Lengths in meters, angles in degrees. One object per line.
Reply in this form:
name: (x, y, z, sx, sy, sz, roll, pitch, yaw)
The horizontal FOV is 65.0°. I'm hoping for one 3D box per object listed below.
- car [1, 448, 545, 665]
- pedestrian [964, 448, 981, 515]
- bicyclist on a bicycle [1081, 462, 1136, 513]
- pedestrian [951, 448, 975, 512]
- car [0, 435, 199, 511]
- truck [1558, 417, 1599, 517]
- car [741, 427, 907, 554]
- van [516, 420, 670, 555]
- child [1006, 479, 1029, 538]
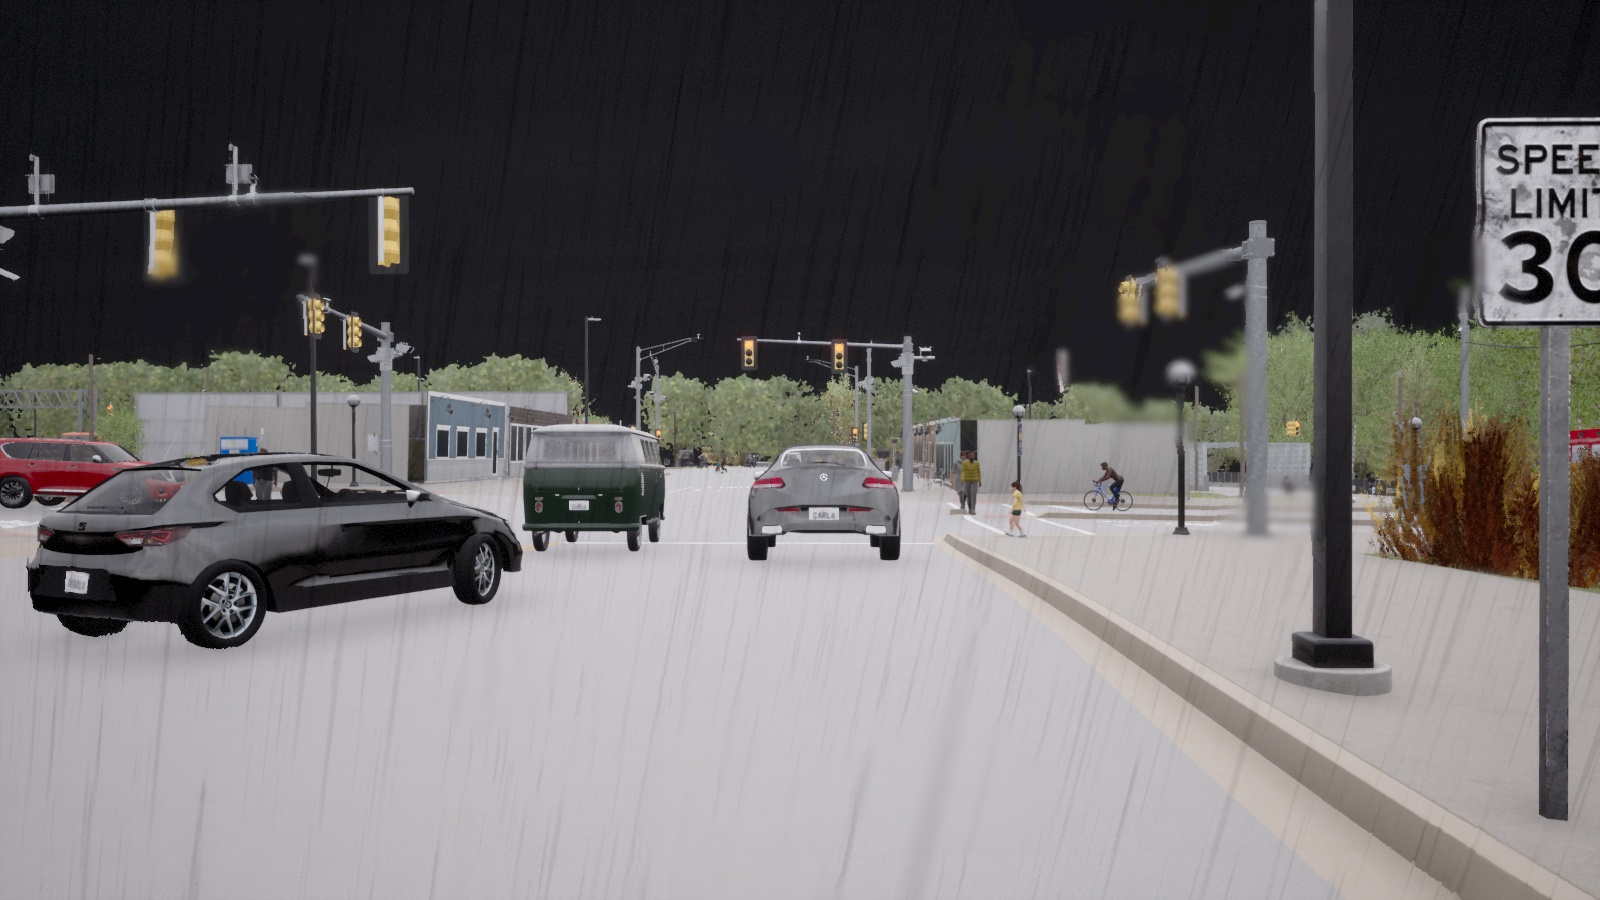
car: (-4.332, 0.746, 11.057, 1.816, 1.474, 4.193, 0, 1, 28)
pedestrian: (4.791, 0.877, 34.917, 0.431, 1.840, 0.709, 0, 1, 3)
bicyclist on a bicycle: (10.250, 1.247, 41.787, 1.656, 1.620, 0.582, 1, -1, 0)
pedestrian: (5.001, 0.904, 38.618, 0.659, 1.952, 0.873, 0, 1, 3)
car: (-21.005, 0.660, 36.899, 5.566, 2.045, 2.150, 1, 0, -3)
truck: (32.088, 0.627, 46.699, 2.891, 3.827, 8.468, 1, -2, 2)
car: (0.350, 0.588, 18.883, 2.152, 1.651, 5.027, 0, -1, 1)
van: (-3.282, 0.598, 20.731, 1.775, 1.987, 4.442, 0, -1, 0)
child: (4.146, 1.116, 23.954, 0.394, 1.110, 0.255, 0, 1, 23)
